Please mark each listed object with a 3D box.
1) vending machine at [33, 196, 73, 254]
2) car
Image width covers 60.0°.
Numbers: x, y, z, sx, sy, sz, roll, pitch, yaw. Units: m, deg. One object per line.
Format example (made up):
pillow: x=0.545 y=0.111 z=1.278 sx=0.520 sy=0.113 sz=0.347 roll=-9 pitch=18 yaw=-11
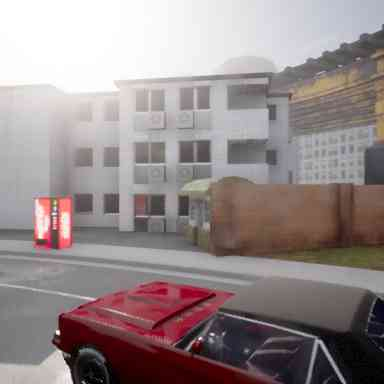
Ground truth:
vending machine: x=-5.283 y=1.195 z=12.694 sx=0.880 sy=2.100 sz=1.100 roll=0 pitch=0 yaw=18
car: x=0.714 y=1.601 z=3.378 sx=4.718 sy=1.301 sz=1.895 roll=0 pitch=0 yaw=33
